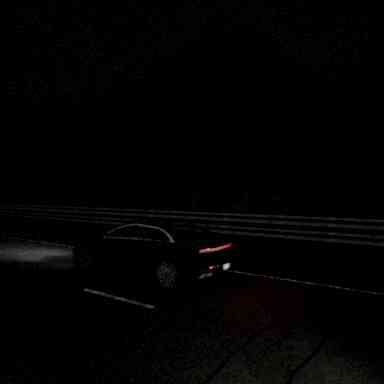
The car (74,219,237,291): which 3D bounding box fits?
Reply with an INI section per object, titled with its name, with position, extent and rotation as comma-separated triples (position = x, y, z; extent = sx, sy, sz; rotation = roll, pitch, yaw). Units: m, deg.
[car]
position = -1.184, 1.491, 9.017
extent = 4.902, 1.511, 2.128
rotation = 0, 0, 35
